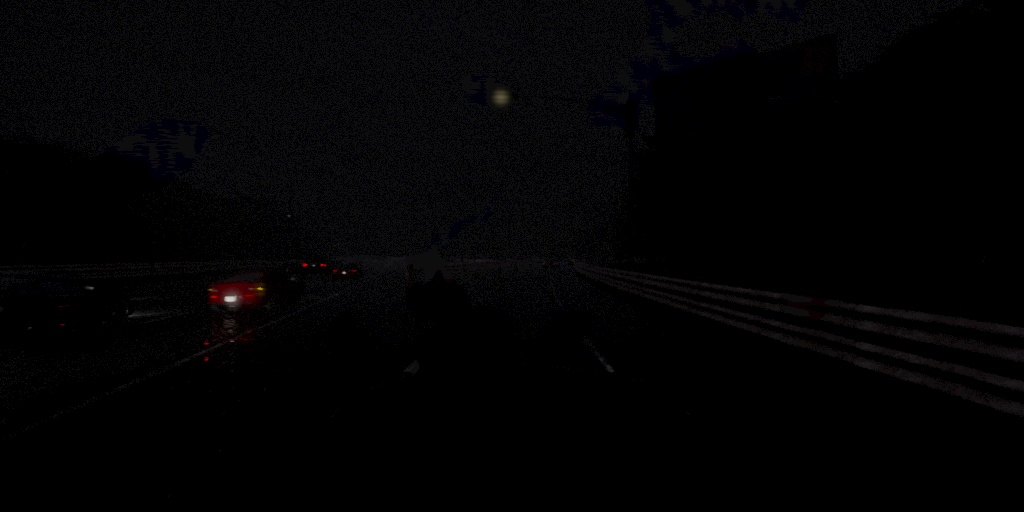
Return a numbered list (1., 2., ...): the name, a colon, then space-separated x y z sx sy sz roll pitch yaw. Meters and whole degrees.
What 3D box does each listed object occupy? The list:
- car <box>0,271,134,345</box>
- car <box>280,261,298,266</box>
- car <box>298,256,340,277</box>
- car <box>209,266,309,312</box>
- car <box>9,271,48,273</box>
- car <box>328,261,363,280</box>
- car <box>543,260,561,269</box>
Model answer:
1. car: -11.993 1.225 8.964 1.994 1.385 4.181 1 0 -14
2. car: -23.583 1.265 38.806 2.128 1.511 4.902 1 -1 -16
3. car: -19.027 1.013 35.646 2.150 2.045 5.566 1 -1 -16
4. car: -9.735 1.256 13.957 1.812 1.442 4.674 1 -1 -14
5. car: -16.511 1.199 12.681 1.994 1.385 4.181 1 0 -14
6. car: -14.391 1.373 31.549 1.994 1.385 4.181 1 0 -15
7. car: 6.139 1.356 56.911 1.994 1.385 4.181 1 0 16
